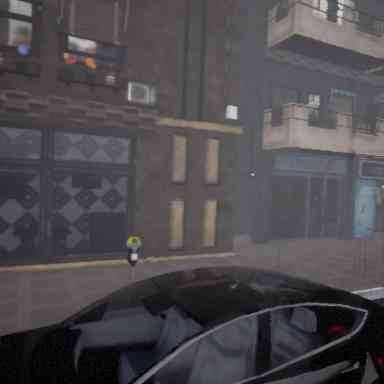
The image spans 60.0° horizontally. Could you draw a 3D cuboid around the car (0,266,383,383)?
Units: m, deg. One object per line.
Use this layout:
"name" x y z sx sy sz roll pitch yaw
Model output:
"car" -0.004 1.451 2.875 4.313 1.339 1.947 1 2 -26
